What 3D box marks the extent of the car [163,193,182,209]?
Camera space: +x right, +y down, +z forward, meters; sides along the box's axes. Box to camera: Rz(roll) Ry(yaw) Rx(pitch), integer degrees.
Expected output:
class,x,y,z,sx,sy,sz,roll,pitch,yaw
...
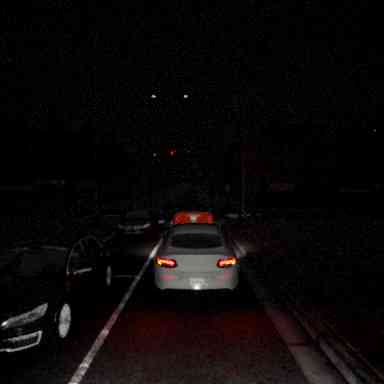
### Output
class,x,y,z,sx,sy,sz,roll,pitch,yaw
car,-2.722,1.320,43.839,1.967,1.590,4.097,-2,0,0

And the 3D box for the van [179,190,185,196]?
class,x,y,z,sx,sy,sz,roll,pitch,yaw
van,-2.749,1.113,65.994,1.690,1.788,3.998,-1,0,0

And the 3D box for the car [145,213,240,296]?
class,x,y,z,sx,sy,sz,roll,pitch,yaw
car,0.089,1.491,8.461,1.812,1.442,4.674,0,0,0

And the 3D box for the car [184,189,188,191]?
class,x,y,z,sx,sy,sz,roll,pitch,yaw
car,-2.779,0.783,93.707,2.192,1.841,5.009,-1,1,0

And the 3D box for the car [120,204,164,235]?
class,x,y,z,sx,sy,sz,roll,pitch,yaw
car,-2.680,1.518,17.062,1.802,1.307,4.206,-2,0,0

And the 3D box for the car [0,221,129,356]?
class,x,y,z,sx,sy,sz,roll,pitch,yaw
car,-2.666,1.524,6.168,2.008,1.369,4.403,-2,0,0

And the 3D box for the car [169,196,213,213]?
class,x,y,z,sx,sy,sz,roll,pitch,yaw
car,0.076,1.284,18.422,2.097,1.767,4.553,0,0,0

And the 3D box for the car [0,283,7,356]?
class,x,y,z,sx,sy,sz,roll,pitch,yaw
car,-2.659,1.547,0.719,2.008,1.369,4.403,-2,0,0

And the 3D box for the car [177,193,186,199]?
class,x,y,z,sx,sy,sz,roll,pitch,yaw
car,-2.769,1.100,88.158,2.008,1.369,4.403,-1,1,0

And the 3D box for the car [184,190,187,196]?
class,x,y,z,sx,sy,sz,roll,pitch,yaw
car,-2.757,1.041,71.537,2.192,1.841,5.009,-1,0,0
